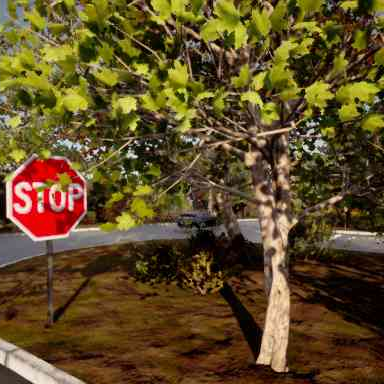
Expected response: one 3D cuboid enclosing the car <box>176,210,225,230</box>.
[{"bbox_3d":[0.822,2.099,25.170,2.128,1.511,4.902,-1,-3,35],"label":"car"}]
